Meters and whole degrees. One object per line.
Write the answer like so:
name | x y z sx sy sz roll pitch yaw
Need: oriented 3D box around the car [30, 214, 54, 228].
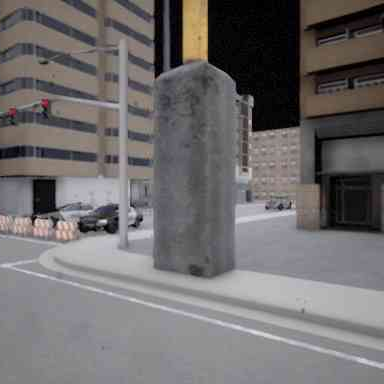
car | -7.859 1.439 21.866 4.974 1.542 2.038 0 0 -30

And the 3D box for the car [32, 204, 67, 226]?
car | -7.814 1.281 21.891 4.536 1.218 1.853 0 0 -30

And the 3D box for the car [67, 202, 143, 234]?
car | -4.663 1.442 19.185 2.038 1.542 4.974 0 0 15

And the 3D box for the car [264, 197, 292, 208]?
car | 10.610 1.284 41.025 1.853 1.218 4.536 0 0 35

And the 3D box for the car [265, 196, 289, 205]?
car | 12.806 1.282 49.946 1.853 1.218 4.536 0 0 35

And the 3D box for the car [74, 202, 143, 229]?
car | -4.649 1.284 19.235 1.853 1.218 4.536 0 0 15

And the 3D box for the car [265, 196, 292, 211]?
car | 10.580 1.442 40.983 2.038 1.542 4.974 0 0 35

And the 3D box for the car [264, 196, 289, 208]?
car | 12.776 1.439 49.904 2.038 1.542 4.974 0 0 35
